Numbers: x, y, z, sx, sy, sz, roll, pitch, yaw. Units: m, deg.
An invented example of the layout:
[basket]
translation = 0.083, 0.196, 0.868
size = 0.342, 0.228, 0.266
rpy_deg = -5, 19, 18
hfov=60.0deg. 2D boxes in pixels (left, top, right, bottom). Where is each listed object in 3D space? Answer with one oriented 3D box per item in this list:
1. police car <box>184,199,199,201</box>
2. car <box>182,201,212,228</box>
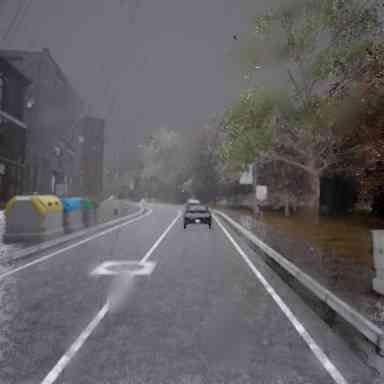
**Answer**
[police car]
translation = 0.030, 1.635, 41.763
size = 1.930, 1.638, 5.238
rpy_deg = 1, 0, -5
[car]
translation = 0.381, 1.599, 23.085
size = 2.128, 1.511, 4.902
rpy_deg = 0, 0, 1
